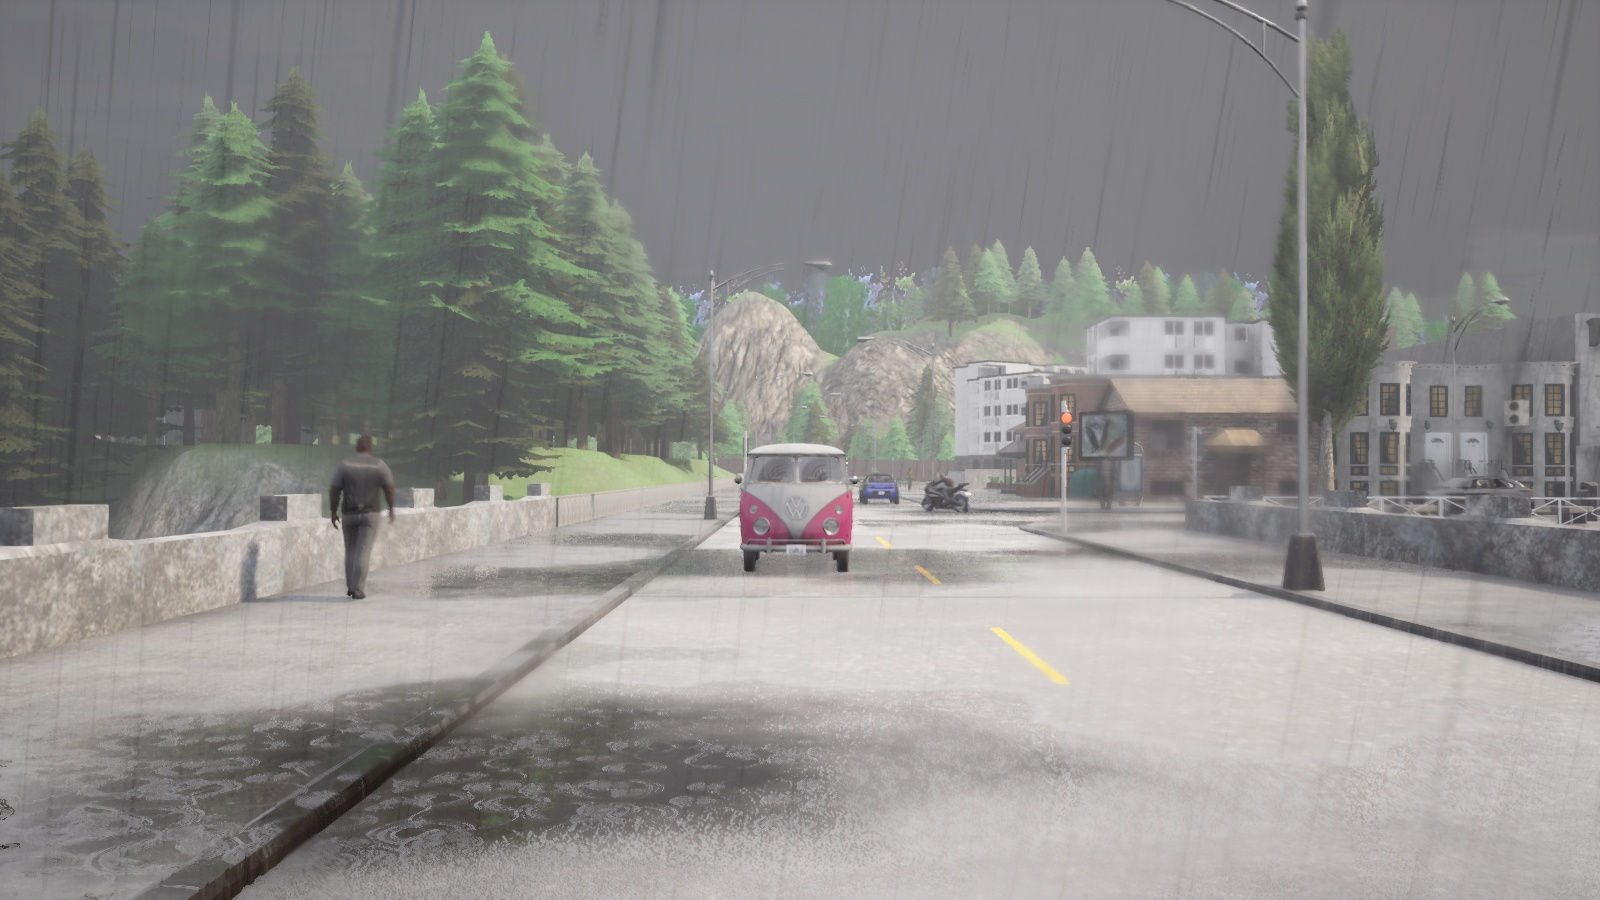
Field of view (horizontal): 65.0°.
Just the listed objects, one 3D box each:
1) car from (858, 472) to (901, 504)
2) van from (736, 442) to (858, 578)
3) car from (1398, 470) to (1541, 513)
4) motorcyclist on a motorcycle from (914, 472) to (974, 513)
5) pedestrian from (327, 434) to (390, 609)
[{"bbox_3d":[3.845,1.840,61.316,1.816,1.474,4.193,0,-1,0],"label":"car"},{"bbox_3d":[-0.051,0.913,20.618,1.775,1.987,4.442,0,-1,0],"label":"van"},{"bbox_3d":[24.338,1.497,45.737,4.193,1.474,1.816,0,-1,0],"label":"car"},{"bbox_3d":[5.527,1.633,48.173,2.191,1.530,0.866,-1,-2,42],"label":"motorcyclist on a motorcycle"},{"bbox_3d":[-4.917,0.779,14.015,0.563,1.883,0.849,0,-1,-12],"label":"pedestrian"}]
